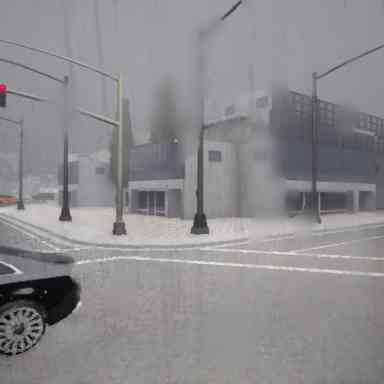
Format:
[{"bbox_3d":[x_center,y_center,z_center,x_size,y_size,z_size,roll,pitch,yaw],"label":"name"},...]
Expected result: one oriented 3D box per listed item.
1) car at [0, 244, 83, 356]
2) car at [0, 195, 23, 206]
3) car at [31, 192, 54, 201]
[{"bbox_3d":[-4.008,1.481,4.415,4.902,1.511,2.128,0,0,-37],"label":"car"},{"bbox_3d":[-29.943,1.253,54.069,2.097,1.767,4.553,0,0,35],"label":"car"},{"bbox_3d":[-37.357,1.135,83.160,5.566,2.045,2.150,0,0,6],"label":"car"}]
